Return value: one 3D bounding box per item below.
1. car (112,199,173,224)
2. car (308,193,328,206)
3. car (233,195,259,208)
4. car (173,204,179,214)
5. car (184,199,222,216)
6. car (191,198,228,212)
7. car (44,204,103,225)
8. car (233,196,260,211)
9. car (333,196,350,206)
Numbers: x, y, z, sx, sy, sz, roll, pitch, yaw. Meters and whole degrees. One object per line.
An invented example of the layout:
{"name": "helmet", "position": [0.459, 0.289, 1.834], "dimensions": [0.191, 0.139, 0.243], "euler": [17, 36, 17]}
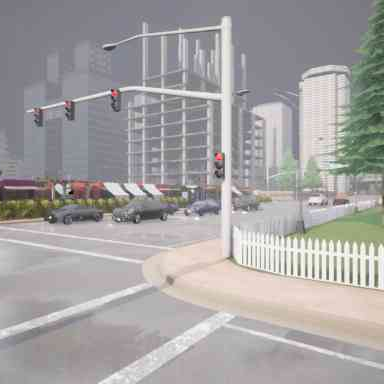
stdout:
{"name": "car", "position": [-3.874, 1.352, 25.127], "dimensions": [2.097, 1.767, 4.553], "euler": [0, 0, 34]}
{"name": "car", "position": [21.052, 1.221, 55.345], "dimensions": [2.150, 2.045, 5.566], "euler": [0, 0, 34]}
{"name": "car", "position": [7.945, 1.352, 48.751], "dimensions": [2.097, 1.767, 4.553], "euler": [0, 0, 35]}
{"name": "car", "position": [-3.405, 1.547, 32.064], "dimensions": [2.033, 1.411, 5.357], "euler": [0, 0, 34]}
{"name": "car", "position": [1.078, 1.526, 32.421], "dimensions": [1.812, 1.442, 4.674], "euler": [0, 0, 34]}
{"name": "car", "position": [2.242, 1.547, 40.399], "dimensions": [2.033, 1.411, 5.357], "euler": [0, 0, 34]}
{"name": "car", "position": [-8.588, 1.564, 24.410], "dimensions": [1.994, 1.385, 4.181], "euler": [0, 0, 34]}
{"name": "car", "position": [6.715, 1.505, 40.747], "dimensions": [1.837, 1.490, 4.892], "euler": [0, 0, 34]}
{"name": "car", "position": [24.122, 1.478, 53.636], "dimensions": [1.882, 1.535, 5.008], "euler": [0, 0, 34]}
